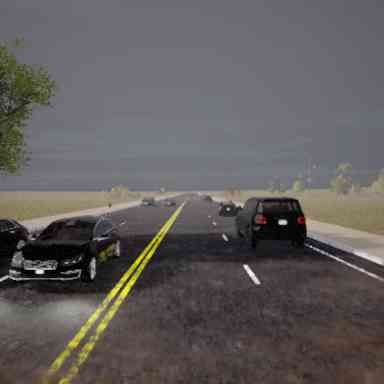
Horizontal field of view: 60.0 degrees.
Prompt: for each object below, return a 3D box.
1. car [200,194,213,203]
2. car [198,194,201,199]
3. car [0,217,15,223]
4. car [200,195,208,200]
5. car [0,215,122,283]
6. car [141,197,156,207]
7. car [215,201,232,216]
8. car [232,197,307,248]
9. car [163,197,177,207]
[{"bbox_3d":[3.244,1.480,69.573,1.837,1.490,4.892,0,0,0],"label":"car"},{"bbox_3d":[3.243,1.473,80.603,2.163,1.488,4.792,0,0,0],"label":"car"},{"bbox_3d":[-6.601,1.504,9.744,1.837,1.490,4.892,0,0,0],"label":"car"},{"bbox_3d":[3.242,1.467,91.603,2.163,1.488,4.792,0,0,0],"label":"car"},{"bbox_3d":[-3.352,1.504,9.743,1.837,1.490,4.892,0,0,0],"label":"car"},{"bbox_3d":[-6.579,1.477,50.348,2.128,1.511,4.902,0,0,0],"label":"car"},{"bbox_3d":[3.345,1.557,32.679,1.994,1.385,4.181,0,0,0],"label":"car"},{"bbox_3d":[3.348,1.220,14.925,2.150,2.045,5.566,0,0,0],"label":"car"},{"bbox_3d":[-3.330,1.477,50.350,2.128,1.511,4.902,0,0,0],"label":"car"}]
